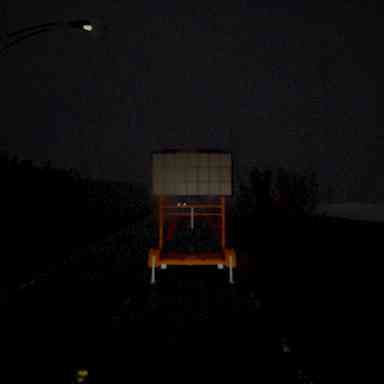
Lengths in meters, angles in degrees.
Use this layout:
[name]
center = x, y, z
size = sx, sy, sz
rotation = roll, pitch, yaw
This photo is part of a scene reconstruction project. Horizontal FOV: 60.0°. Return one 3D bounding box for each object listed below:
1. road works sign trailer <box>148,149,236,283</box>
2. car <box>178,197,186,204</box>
[road works sign trailer]
center = 0.006, 0.544, 9.874
size = 2.380, 3.560, 2.880
rotation = 0, 0, 0
[car]
center = -2.693, 2.267, 89.899
size = 2.097, 1.767, 4.553
rotation = 0, -1, 0
